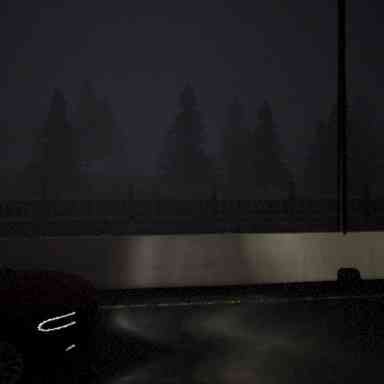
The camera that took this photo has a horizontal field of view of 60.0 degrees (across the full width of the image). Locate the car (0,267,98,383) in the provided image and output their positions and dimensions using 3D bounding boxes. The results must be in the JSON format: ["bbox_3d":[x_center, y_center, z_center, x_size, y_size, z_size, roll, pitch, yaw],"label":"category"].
[{"bbox_3d":[-3.825,1.483,4.355,5.008,1.535,1.882,0,0,-6],"label":"car"}]
